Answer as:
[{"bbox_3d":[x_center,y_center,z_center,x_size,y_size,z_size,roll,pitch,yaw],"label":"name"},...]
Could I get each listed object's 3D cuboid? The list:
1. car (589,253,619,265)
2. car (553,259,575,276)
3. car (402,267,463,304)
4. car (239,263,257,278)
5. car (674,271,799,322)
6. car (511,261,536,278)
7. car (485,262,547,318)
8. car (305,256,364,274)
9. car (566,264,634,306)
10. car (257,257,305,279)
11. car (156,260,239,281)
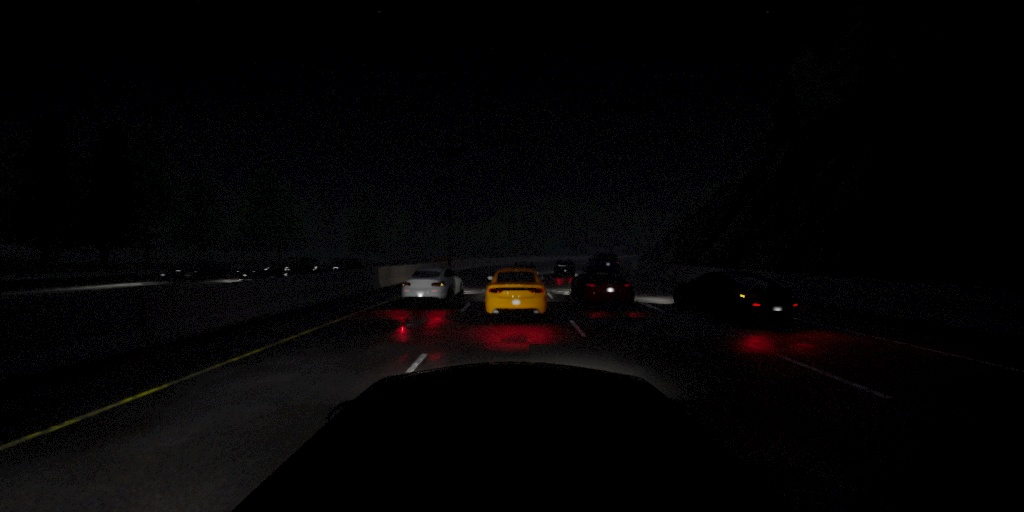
[{"bbox_3d":[8.238,0.764,32.326,2.150,2.045,5.566,0,0,6],"label":"car"},{"bbox_3d":[4.805,1.026,32.931,2.128,1.511,4.902,0,0,6],"label":"car"},{"bbox_3d":[-3.312,1.175,15.441,1.812,1.442,4.674,0,0,1],"label":"car"},{"bbox_3d":[-20.243,1.073,30.129,2.033,1.411,5.357,0,0,5],"label":"car"},{"bbox_3d":[7.136,1.212,11.907,1.812,1.442,4.674,0,0,0],"label":"car"},{"bbox_3d":[1.129,1.141,31.532,1.895,1.301,4.718,0,0,6],"label":"car"},{"bbox_3d":[0.143,1.150,12.675,1.882,1.535,5.008,0,0,0],"label":"car"},{"bbox_3d":[-13.403,0.900,27.887,2.097,1.767,4.553,0,0,5],"label":"car"},{"bbox_3d":[3.688,1.222,15.295,1.994,1.385,4.181,0,0,1],"label":"car"},{"bbox_3d":[-16.907,0.896,27.931,2.097,1.767,4.553,0,0,5],"label":"car"},{"bbox_3d":[-23.973,1.034,27.247,2.128,1.511,4.902,0,0,4],"label":"car"}]
